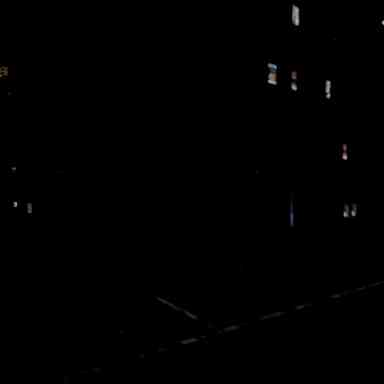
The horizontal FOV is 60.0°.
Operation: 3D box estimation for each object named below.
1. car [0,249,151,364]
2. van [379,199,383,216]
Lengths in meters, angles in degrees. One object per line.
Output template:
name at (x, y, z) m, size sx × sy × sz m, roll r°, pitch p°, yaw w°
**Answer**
car at (-2.654, 1.569, 4.673) m, size 4.313 × 1.339 × 1.947 m, roll 1°, pitch -1°, yaw -35°
van at (19.660, 1.633, 35.384) m, size 1.690 × 1.788 × 3.998 m, roll 0°, pitch 0°, yaw -36°
